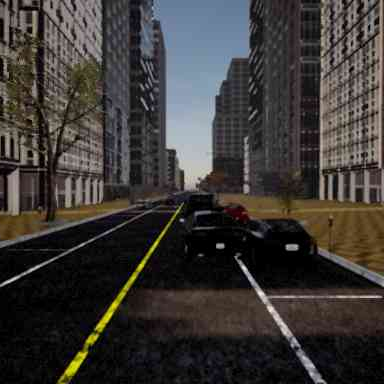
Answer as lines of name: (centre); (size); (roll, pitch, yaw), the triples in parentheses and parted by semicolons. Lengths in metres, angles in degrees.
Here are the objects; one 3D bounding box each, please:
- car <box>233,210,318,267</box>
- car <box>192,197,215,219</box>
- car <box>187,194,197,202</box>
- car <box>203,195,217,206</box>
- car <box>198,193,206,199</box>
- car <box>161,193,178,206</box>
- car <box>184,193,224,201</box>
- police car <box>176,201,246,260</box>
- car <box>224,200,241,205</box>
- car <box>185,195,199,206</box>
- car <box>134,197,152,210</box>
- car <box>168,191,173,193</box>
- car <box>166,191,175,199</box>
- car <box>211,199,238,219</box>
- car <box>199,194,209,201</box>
car: (2.678, 1.504, 10.965); (1.947, 1.339, 4.313); (-1, 0, 0)
car: (0.888, 1.294, 28.415); (1.801, 1.575, 5.366); (0, 0, 0)
car: (-0.027, 1.183, 66.272); (2.033, 1.411, 5.357); (0, 0, 0)
car: (2.661, 1.256, 50.464); (1.887, 1.381, 4.507); (-1, 0, 0)
car: (2.645, 1.022, 89.962); (2.008, 1.369, 4.403); (-1, 0, 0)
car: (-3.041, 1.285, 48.786); (1.994, 1.385, 4.181); (0, 0, 0)
car: (0.655, 1.089, 22.244); (2.150, 2.045, 5.566); (-1, 0, 0)
police car: (0.600, 1.356, 12.291); (1.930, 1.638, 5.238); (0, 0, -5)
car: (2.672, 1.419, 22.250); (1.887, 1.381, 4.507); (-1, 0, 0)
car: (0.002, 1.202, 48.188); (1.882, 1.535, 5.008); (0, 0, 0)
car: (-5.715, 1.327, 39.164); (2.008, 1.369, 4.403); (-1, 0, 0)
car: (-5.729, 1.102, 72.842); (1.752, 1.417, 4.829); (-1, 0, 0)
car: (-5.739, 0.786, 89.934); (2.192, 1.841, 5.009); (-1, 0, 0)
car: (2.670, 1.366, 28.062); (1.752, 1.417, 4.829); (-1, 0, 0)
car: (2.652, 1.127, 73.034); (2.008, 1.369, 4.403); (-1, 0, 0)
